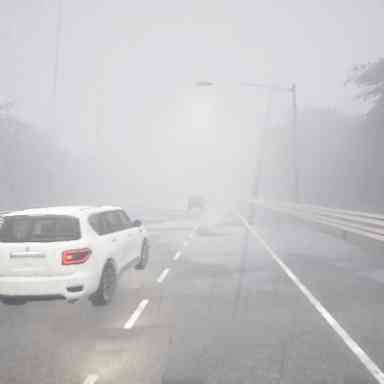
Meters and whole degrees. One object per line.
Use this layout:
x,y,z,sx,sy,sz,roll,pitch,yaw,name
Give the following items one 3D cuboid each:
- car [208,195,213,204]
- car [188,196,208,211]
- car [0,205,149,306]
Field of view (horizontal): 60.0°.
3.142,2.013,76.039,1.994,1.385,4.181,-2,0,5,car
0.649,1.543,47.058,2.150,2.045,5.566,-2,0,5,car
-2.656,1.355,8.507,2.150,2.045,5.566,-2,0,5,car
